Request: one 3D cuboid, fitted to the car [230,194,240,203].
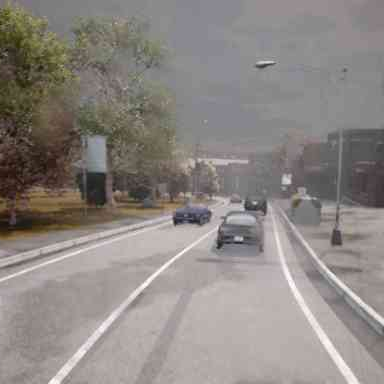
[{"bbox_3d":[8.346,1.218,63.536,2.097,1.767,4.553,1,0,6],"label":"car"}]

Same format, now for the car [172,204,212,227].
[{"bbox_3d":[0.103,1.497,22.412,1.895,1.301,4.718,2,0,13],"label":"car"}]

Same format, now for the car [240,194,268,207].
[{"bbox_3d":[6.474,1.208,33.768,2.150,2.045,5.566,2,0,13],"label":"car"}]

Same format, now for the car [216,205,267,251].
[{"bbox_3d":[2.168,1.531,14.337,1.812,1.442,4.674,2,0,12],"label":"car"}]
